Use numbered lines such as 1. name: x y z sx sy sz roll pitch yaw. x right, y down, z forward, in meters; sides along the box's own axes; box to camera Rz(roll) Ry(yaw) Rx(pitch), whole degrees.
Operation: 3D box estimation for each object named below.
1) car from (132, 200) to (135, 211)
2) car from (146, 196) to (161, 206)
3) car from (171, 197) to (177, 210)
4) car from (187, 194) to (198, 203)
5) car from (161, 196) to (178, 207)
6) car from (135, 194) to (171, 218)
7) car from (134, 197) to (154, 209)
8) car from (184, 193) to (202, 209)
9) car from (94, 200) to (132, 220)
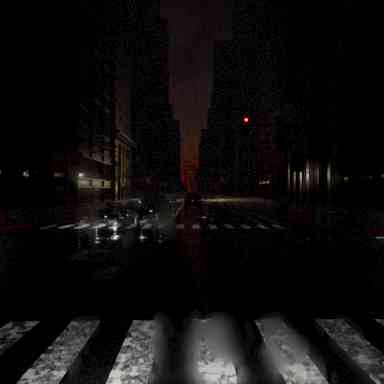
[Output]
1. car: -6.604 1.576 36.964 1.895 1.301 4.718 0 0 0
2. car: -6.567 1.496 57.027 2.033 1.411 5.357 0 0 0
3. car: -3.352 1.464 39.987 2.128 1.511 4.902 0 0 0
4. car: 0.090 1.272 69.145 2.097 1.767 4.553 0 0 0
5. car: -3.339 1.452 50.410 2.128 1.511 4.902 0 0 0
6. car: -3.353 1.203 29.894 2.150 2.045 5.566 0 0 0
7. car: -6.598 1.457 46.372 2.128 1.511 4.902 0 0 0
8. car: 0.094 1.189 44.896 2.150 2.045 5.566 0 0 0
9. car: -6.622 1.585 27.848 1.895 1.301 4.718 0 0 1
